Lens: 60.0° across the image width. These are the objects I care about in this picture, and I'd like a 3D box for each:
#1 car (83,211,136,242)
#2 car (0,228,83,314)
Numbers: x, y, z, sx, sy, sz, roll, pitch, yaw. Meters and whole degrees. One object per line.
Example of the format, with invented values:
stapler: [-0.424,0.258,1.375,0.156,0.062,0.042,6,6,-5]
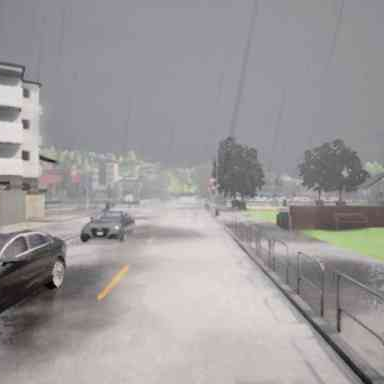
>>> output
car: [-4.077,1.663,16.751,1.994,1.385,4.181,0,0,0]
car: [-4.097,1.532,6.590,2.128,1.511,4.902,0,0,0]
